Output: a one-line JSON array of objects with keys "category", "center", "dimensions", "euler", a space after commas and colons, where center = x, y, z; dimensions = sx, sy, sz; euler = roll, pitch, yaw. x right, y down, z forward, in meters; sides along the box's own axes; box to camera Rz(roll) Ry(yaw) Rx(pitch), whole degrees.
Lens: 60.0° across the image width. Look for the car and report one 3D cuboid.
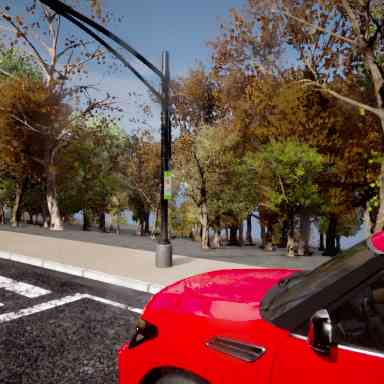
[{"category": "car", "center": [2.005, 1.222, 2.283], "dimensions": [5.566, 2.045, 2.150], "euler": [0, 0, 34]}]
